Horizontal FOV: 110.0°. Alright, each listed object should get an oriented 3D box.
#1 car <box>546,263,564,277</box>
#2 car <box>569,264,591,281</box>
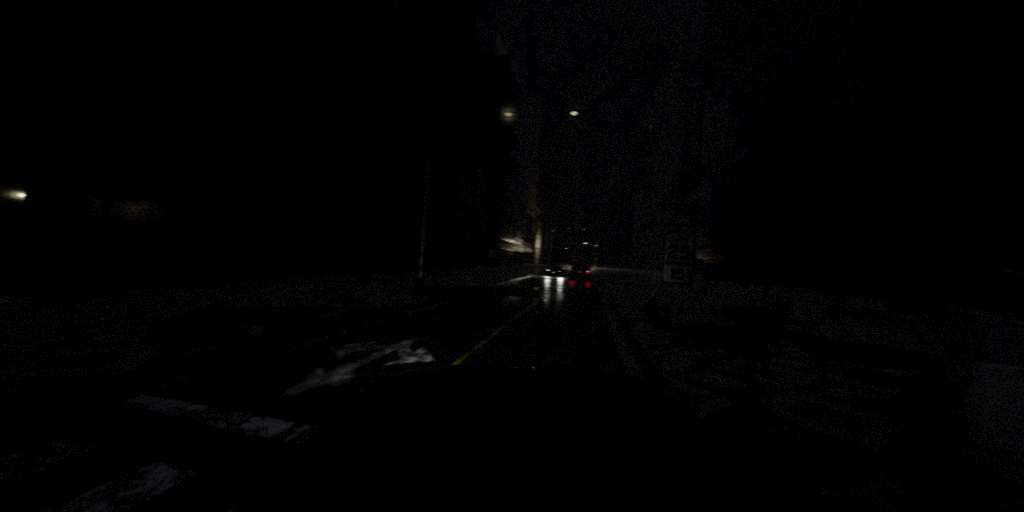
[{"bbox_3d":[5.231,1.658,43.192,1.837,1.490,4.892,4,0,12],"label":"car"},{"bbox_3d":[7.239,1.636,37.904,2.097,1.767,4.553,4,0,12],"label":"car"}]
